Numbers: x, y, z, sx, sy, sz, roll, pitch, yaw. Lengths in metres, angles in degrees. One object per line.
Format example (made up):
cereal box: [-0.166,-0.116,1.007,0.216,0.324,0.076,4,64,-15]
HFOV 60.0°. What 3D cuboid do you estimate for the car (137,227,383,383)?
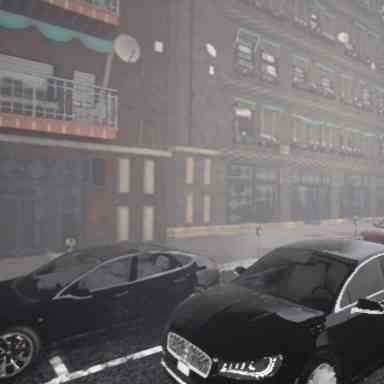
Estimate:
car: [1.891,1.502,4.725,4.892,1.490,1.837,0,0,-35]

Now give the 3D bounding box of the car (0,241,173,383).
car: [-1.460,1.564,5.460,4.313,1.339,1.947,0,1,-35]

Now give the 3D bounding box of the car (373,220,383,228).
car: [7.795,1.535,12.061,4.507,1.381,1.887,0,1,-35]
